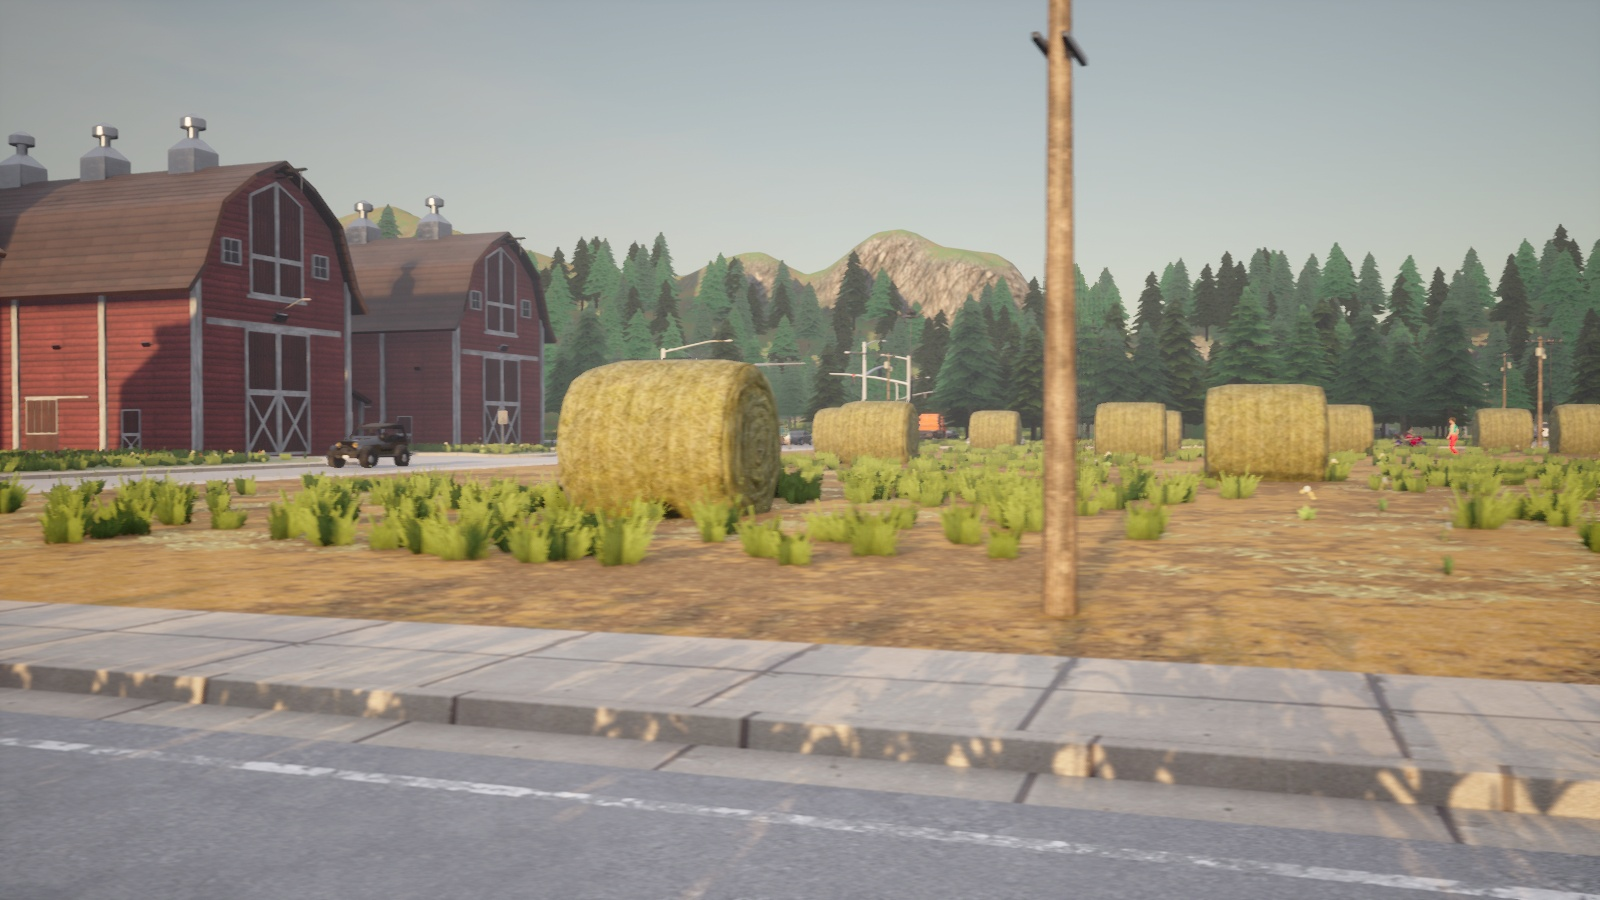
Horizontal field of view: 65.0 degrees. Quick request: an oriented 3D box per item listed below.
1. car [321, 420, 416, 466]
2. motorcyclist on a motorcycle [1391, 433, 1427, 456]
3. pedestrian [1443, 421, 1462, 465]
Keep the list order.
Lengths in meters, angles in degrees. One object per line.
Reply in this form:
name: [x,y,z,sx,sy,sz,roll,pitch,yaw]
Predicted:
car: [-18.384,-0.335,53.723,1.905,1.878,3.866,1,1,18]
motorcyclist on a motorcycle: [42.525,-0.385,87.694,2.191,1.530,0.866,1,1,19]
pedestrian: [27.666,-0.299,53.258,0.345,1.836,0.594,0,1,-37]
